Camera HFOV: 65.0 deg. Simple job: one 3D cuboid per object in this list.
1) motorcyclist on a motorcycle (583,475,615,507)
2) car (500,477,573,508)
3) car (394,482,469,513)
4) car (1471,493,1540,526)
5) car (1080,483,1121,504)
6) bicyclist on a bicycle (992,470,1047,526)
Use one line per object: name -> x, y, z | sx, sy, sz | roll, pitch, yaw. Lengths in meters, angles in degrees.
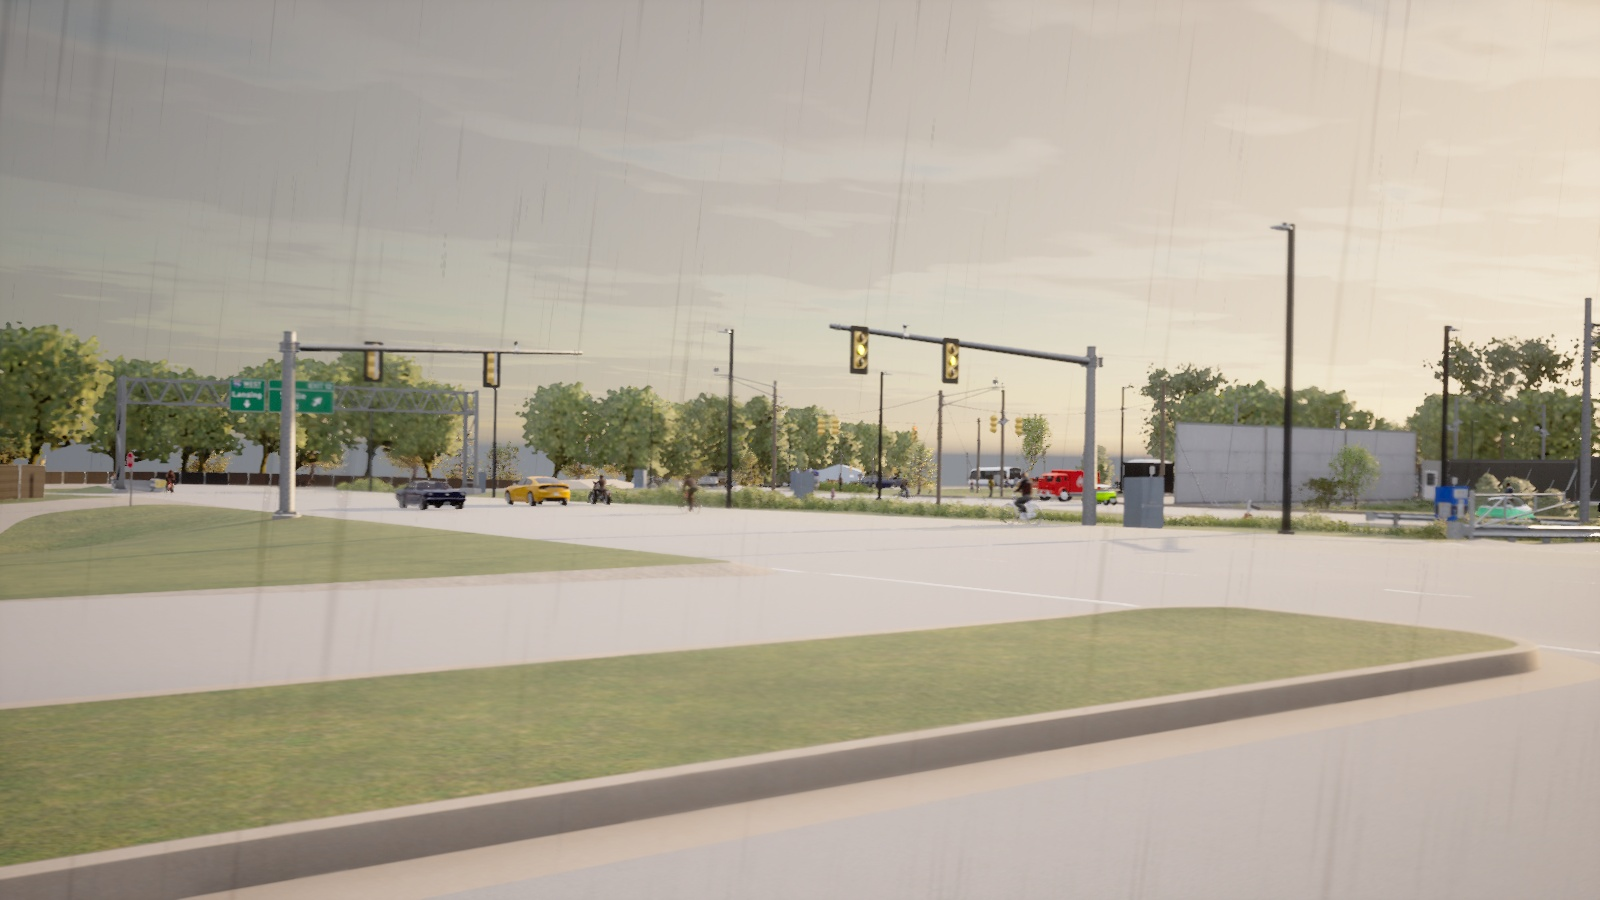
motorcyclist on a motorcycle -> -10.672, 2.151, 66.692 | 0.766, 1.649, 2.350 | 1, -2, -34
car -> -13.628, 2.144, 64.814 | 1.882, 1.535, 5.008 | 1, -1, -34
car -> -16.793, 2.118, 57.057 | 1.895, 1.301, 4.718 | 1, -1, -34
car -> 30.846, 2.571, 54.928 | 1.481, 1.376, 2.207 | 1, -1, -34
car -> 19.953, 2.874, 83.454 | 1.481, 1.376, 2.207 | 1, 0, -34
bicyclist on a bicycle -> 7.132, 1.545, 40.791 | 0.659, 1.776, 1.843 | 1, -1, -34
